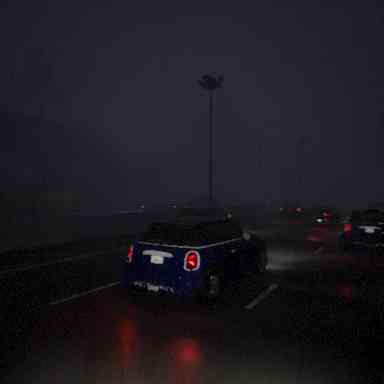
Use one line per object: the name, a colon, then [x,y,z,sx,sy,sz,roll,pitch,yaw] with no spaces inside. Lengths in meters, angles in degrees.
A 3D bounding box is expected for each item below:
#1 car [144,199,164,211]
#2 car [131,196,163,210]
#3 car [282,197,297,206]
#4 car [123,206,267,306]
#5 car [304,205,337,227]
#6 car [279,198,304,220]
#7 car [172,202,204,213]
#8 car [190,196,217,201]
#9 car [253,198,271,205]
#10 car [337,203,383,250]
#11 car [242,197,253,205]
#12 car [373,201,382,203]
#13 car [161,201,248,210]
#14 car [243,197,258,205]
car: [-3.710,1.914,43.835,1.895,1.301,4.718,0,-1,30]
car: [-6.077,1.538,46.727,2.150,2.045,5.566,0,-1,30]
car: [21.438,2.110,73.059,2.097,1.767,4.553,0,-1,30]
car: [0.357,1.424,8.616,2.097,1.767,4.553,0,-1,30]
car: [10.305,1.795,25.753,1.837,1.490,4.892,0,-1,30]
car: [10.066,1.692,32.320,2.097,1.767,4.553,0,0,30]
car: [-0.467,1.931,42.454,1.895,1.301,4.718,0,-1,30]
car: [1.164,1.531,38.291,2.150,2.045,5.566,0,0,30]
car: [14.735,2.140,68.477,1.882,1.535,5.008,0,-1,30]
car: [7.931,1.535,14.686,2.097,1.767,4.553,0,-1,30]
car: [11.746,2.130,70.299,1.882,1.535,5.008,0,-1,30]
car: [17.312,1.741,30.855,2.097,1.767,4.553,0,0,30]
car: [0.782,1.487,16.313,2.097,1.767,4.553,0,-1,30]
car: [14.337,2.118,81.744,2.097,1.767,4.553,0,-1,30]
